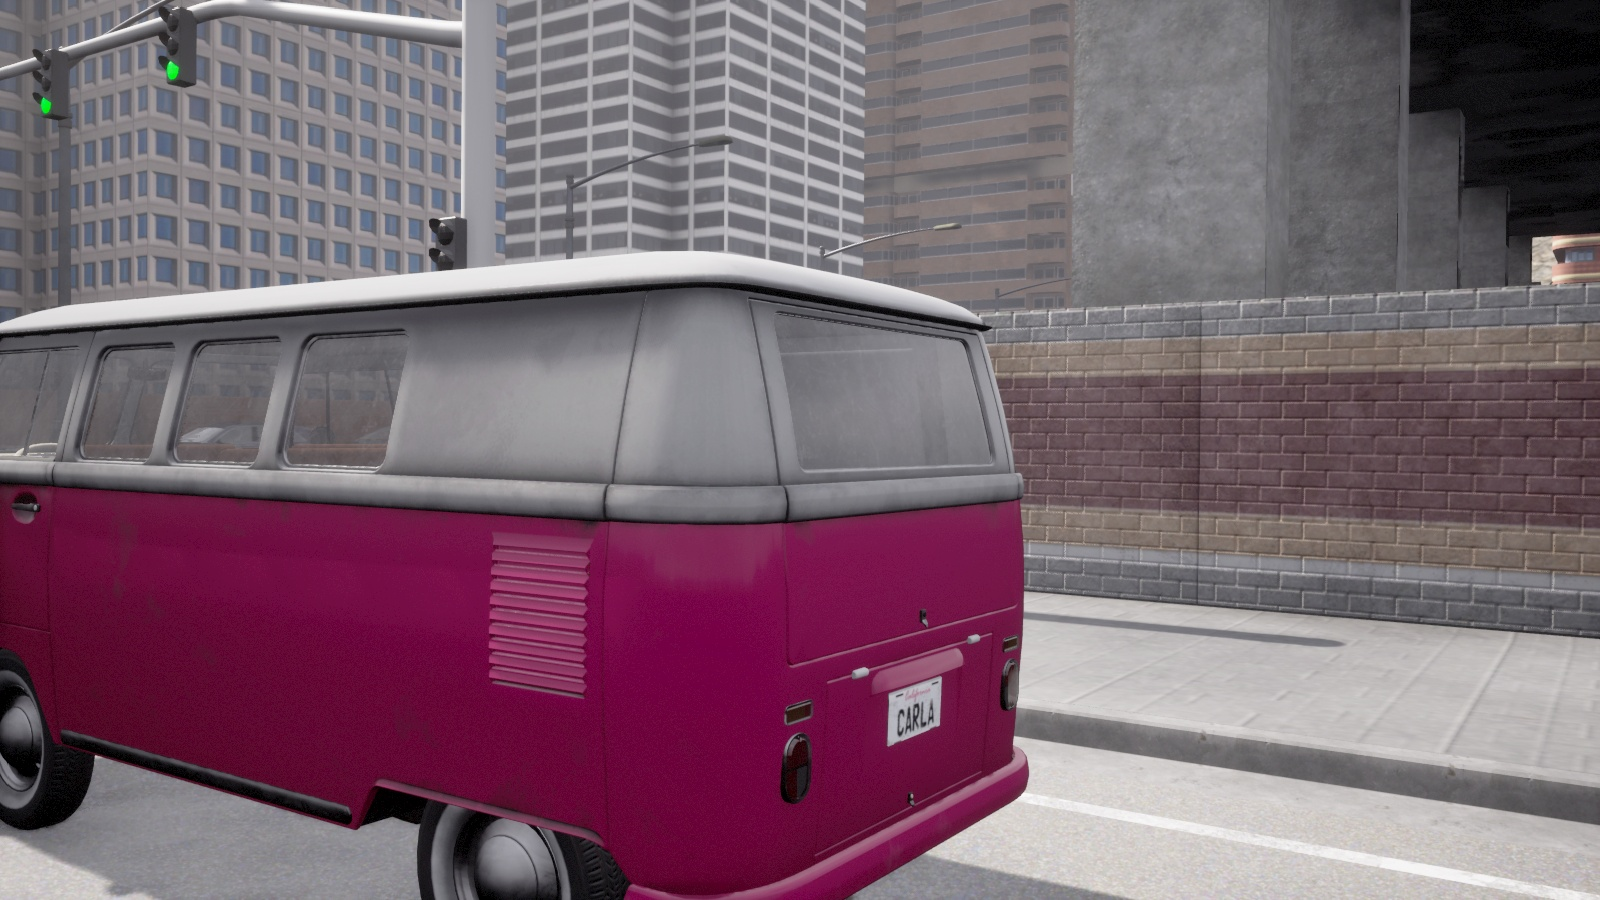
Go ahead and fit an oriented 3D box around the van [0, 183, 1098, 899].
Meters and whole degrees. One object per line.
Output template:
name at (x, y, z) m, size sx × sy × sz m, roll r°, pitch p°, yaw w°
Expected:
van at (-1.387, 0.435, 4.539) m, size 4.442 × 1.987 × 1.775 m, roll 0°, pitch 1°, yaw 34°
